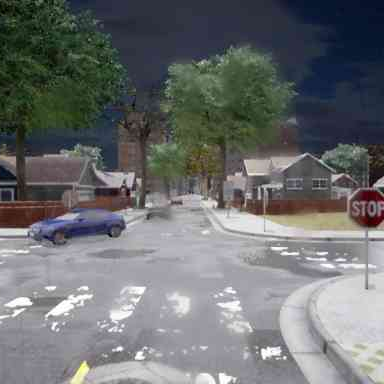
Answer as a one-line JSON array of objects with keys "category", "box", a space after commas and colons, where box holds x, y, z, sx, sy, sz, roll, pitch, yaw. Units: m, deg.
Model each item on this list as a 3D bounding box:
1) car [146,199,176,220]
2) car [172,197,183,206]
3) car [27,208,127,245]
[{"category": "car", "box": [-2.695, 1.570, 28.209, 2.033, 1.411, 5.357, 0, 0, 0]}, {"category": "car", "box": [-2.636, 1.536, 57.727, 1.882, 1.535, 5.008, 0, 0, 0]}, {"category": "car", "box": [-5.201, 1.517, 15.655, 1.812, 1.442, 4.674, 0, 0, 39]}]
